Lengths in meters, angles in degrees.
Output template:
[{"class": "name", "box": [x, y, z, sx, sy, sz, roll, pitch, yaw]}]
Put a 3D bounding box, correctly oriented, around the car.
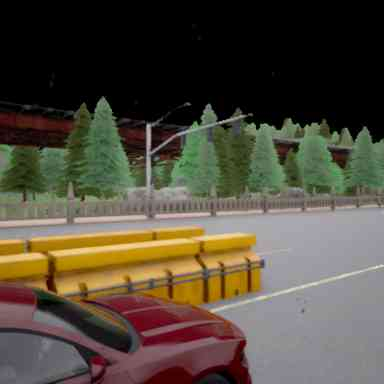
[{"class": "car", "box": [-1.711, 1.478, 2.526, 5.008, 1.535, 1.882, 0, 0, -36]}]
